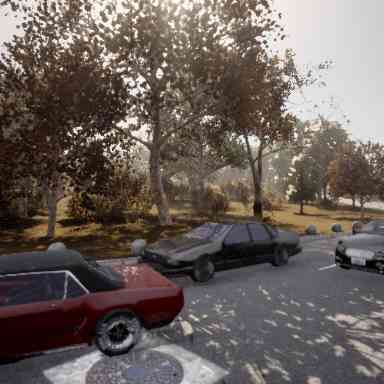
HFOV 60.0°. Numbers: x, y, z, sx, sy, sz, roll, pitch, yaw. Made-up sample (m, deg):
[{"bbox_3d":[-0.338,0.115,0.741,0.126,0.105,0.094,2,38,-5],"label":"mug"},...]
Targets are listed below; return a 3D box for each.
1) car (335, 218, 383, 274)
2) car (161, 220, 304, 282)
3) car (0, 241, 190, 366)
[{"bbox_3d":[6.236,1.542,10.086,4.902,1.511,2.128,1,0,-38],"label":"car"},{"bbox_3d":[1.112,1.567,9.980,5.357,1.411,2.033,0,0,-37],"label":"car"},{"bbox_3d":[-2.598,1.602,4.776,4.718,1.301,1.895,0,0,-25],"label":"car"}]
